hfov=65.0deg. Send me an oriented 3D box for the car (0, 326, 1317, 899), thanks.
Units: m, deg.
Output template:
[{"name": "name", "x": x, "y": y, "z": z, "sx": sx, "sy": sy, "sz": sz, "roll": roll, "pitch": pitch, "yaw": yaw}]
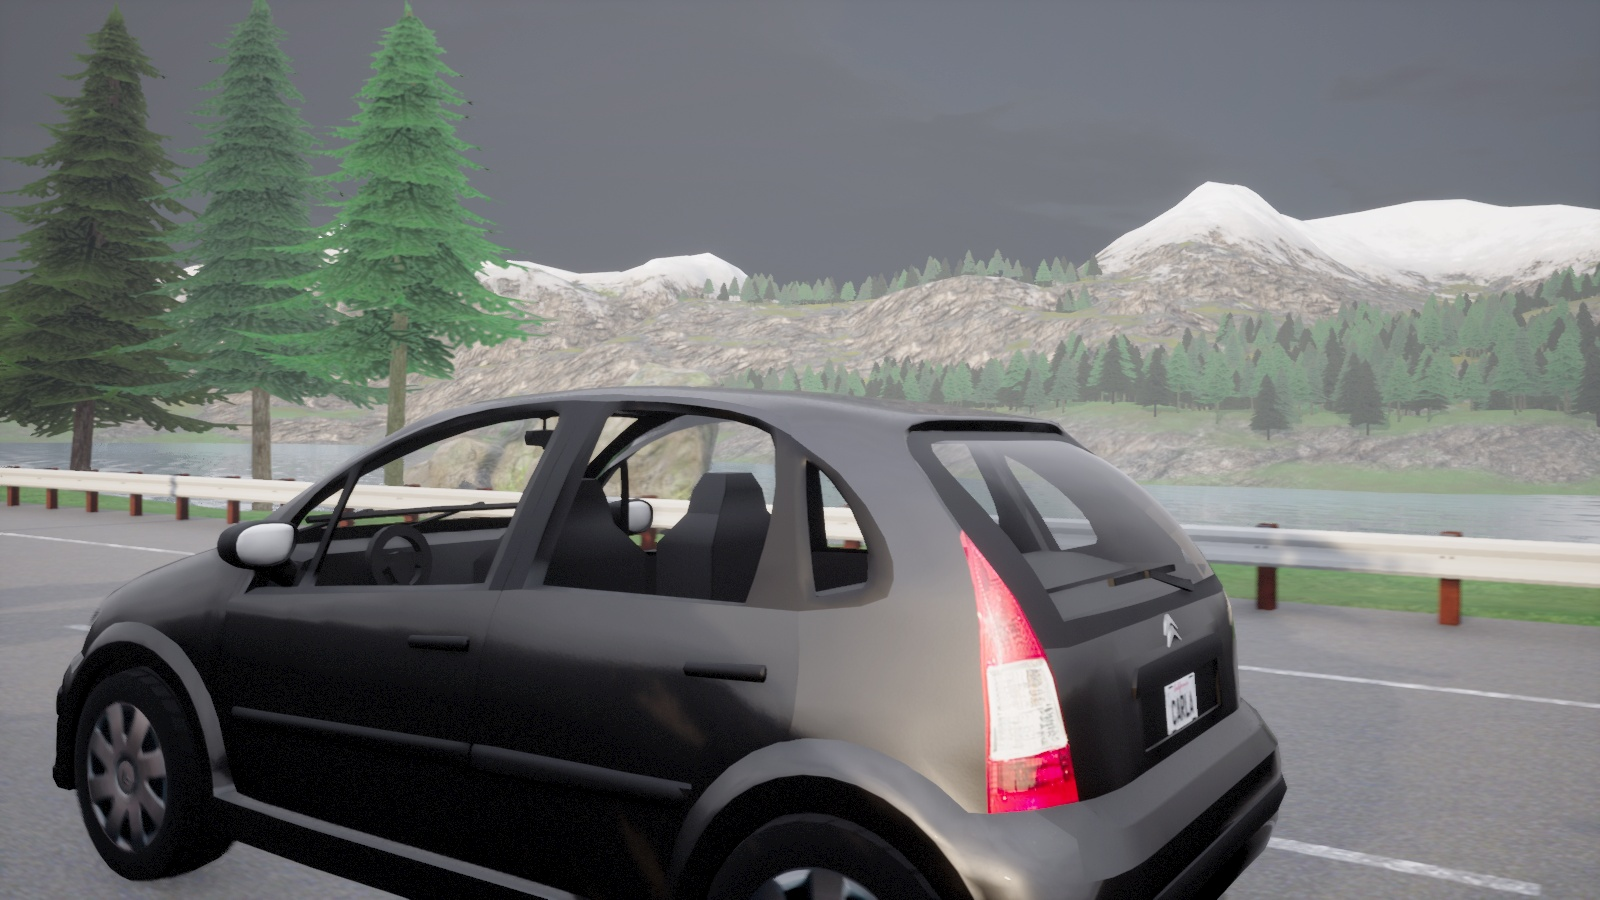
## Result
[{"name": "car", "x": -0.645, "y": 0.580, "z": 4.051, "sx": 3.988, "sy": 1.617, "sz": 1.851, "roll": 0, "pitch": 1, "yaw": 34}]
